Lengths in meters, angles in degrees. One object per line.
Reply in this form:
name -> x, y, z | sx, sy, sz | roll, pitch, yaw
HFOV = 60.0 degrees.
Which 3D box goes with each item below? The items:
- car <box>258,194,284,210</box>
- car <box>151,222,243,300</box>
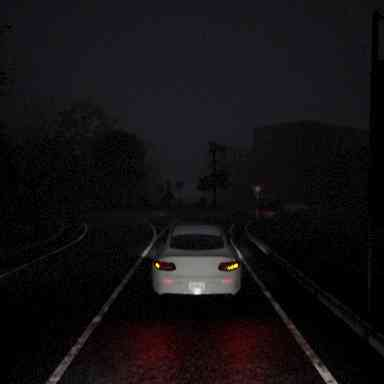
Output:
car -> 8.377, 0.987, 35.229 | 1.882, 1.535, 5.008 | 2, 2, 27
car -> 0.107, 1.451, 8.093 | 1.812, 1.442, 4.674 | 0, 1, 0
